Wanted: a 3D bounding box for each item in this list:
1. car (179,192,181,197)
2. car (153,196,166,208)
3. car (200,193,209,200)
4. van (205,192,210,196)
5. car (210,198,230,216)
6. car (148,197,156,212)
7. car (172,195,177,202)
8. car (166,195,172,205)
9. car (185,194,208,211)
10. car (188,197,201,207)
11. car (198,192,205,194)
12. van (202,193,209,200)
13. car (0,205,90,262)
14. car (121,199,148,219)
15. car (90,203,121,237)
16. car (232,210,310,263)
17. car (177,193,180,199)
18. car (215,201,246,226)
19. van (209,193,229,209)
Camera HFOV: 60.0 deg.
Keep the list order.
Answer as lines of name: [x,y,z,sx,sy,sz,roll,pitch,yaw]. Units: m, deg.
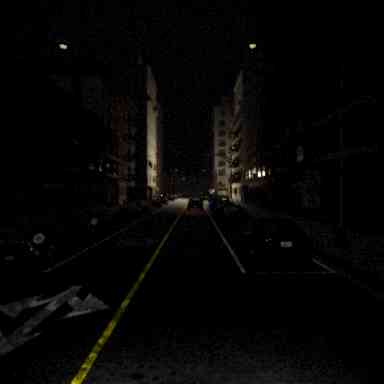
car: [-4.696,1.357,88.829,1.947,1.339,4.313,0,0,0]
car: [-5.043,1.314,44.743,1.967,1.590,4.097,0,0,0]
car: [3.329,1.112,88.766,2.192,1.841,5.009,0,0,0]
van: [2.981,1.221,44.679,1.690,1.788,3.998,0,0,0]
car: [2.851,1.483,28.149,1.947,1.339,4.313,0,0,0]
car: [-5.130,1.449,33.722,2.008,1.369,4.403,0,0,0]
car: [-4.826,1.406,72.297,1.802,1.307,4.206,0,0,0]
car: [-4.957,1.405,55.764,2.008,1.369,4.403,0,0,0]
car: [0.402,1.382,39.235,2.128,1.511,4.902,0,0,0]
car: [0.399,1.469,50.230,1.895,1.301,4.718,0,0,1]
car: [2.778,1.070,65.615,2.150,2.045,5.566,0,0,0]
van: [3.286,1.150,83.254,1.690,1.788,3.998,0,0,0]
car: [-5.303,1.399,11.679,1.967,1.590,4.097,0,0,0]
car: [-5.173,1.494,28.211,1.802,1.307,4.206,0,0,0]
car: [-5.260,1.383,17.190,1.967,1.590,4.097,0,0,0]
car: [2.722,1.531,11.616,1.947,1.339,4.313,0,0,0]
car: [-4.739,1.347,83.319,1.887,1.381,4.507,0,0,0]
car: [2.808,1.514,22.638,1.802,1.307,4.206,0,0,0]
van: [2.895,1.245,33.658,1.690,1.788,3.998,0,0,0]
